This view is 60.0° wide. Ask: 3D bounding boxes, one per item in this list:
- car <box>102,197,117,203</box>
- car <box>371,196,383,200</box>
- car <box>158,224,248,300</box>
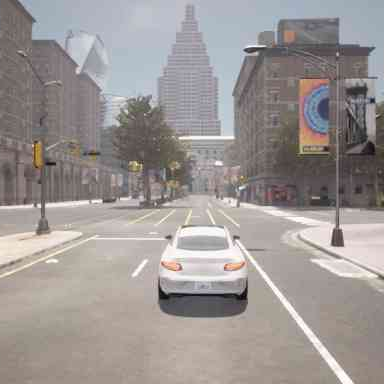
[{"bbox_3d":[-16.742,1.595,67.350,1.895,1.301,4.718,0,0,1],"label":"car"},{"bbox_3d":[35.971,1.481,67.558,2.231,1.521,4.892,0,0,1],"label":"car"},{"bbox_3d":[0.261,1.526,8.285,1.812,1.442,4.674,0,0,2],"label":"car"}]
